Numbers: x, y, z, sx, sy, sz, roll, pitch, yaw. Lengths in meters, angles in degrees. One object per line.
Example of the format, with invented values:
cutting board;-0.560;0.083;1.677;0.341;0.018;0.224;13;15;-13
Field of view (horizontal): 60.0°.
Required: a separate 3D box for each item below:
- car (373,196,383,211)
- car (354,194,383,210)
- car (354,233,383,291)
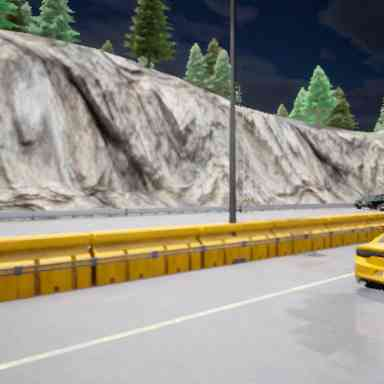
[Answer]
car;24.549;1.584;40.035;4.892;1.490;1.837;0;0;-26
car;23.909;1.306;43.629;5.566;2.045;2.150;0;0;-25
car;5.904;1.494;7.980;5.008;1.535;1.882;0;0;-35
